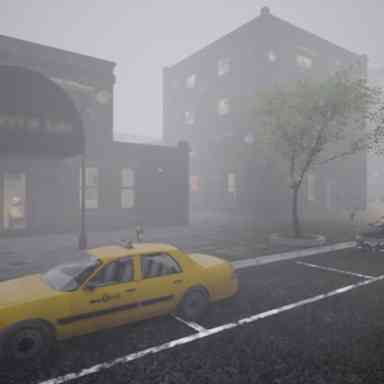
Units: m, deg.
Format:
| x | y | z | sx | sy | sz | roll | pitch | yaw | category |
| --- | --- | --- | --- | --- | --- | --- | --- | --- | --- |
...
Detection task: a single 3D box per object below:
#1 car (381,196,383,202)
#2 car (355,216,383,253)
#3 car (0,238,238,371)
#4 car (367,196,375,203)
| x | y | z | sx | sy | sz | roll | pitch | yaw | category |
| --- | --- | --- | --- | --- | --- | --- | --- | --- | --- |
| 27.383 | 0.964 | 43.660 | 1.887 | 1.381 | 4.507 | 2 | 0 | -36 | car |
| 7.733 | 1.493 | 12.217 | 4.403 | 1.369 | 2.008 | 0 | 1 | -35 | car |
| -1.383 | 1.516 | 5.649 | 4.829 | 1.417 | 1.752 | 0 | 1 | -35 | car |
| 24.103 | 0.857 | 48.299 | 1.887 | 1.381 | 4.507 | 2 | 0 | -36 | car |
